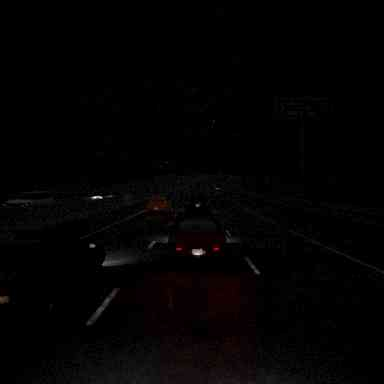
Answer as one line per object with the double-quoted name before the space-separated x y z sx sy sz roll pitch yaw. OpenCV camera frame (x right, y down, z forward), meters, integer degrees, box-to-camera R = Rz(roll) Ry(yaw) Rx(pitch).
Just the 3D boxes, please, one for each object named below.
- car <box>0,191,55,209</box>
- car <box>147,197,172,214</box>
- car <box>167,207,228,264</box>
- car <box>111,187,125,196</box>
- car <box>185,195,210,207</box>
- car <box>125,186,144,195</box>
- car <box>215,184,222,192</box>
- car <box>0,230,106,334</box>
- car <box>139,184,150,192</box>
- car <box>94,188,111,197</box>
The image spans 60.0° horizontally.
"car" -13.729 0.962 28.372 2.150 2.045 5.566 0 1 1
"car" -2.963 1.179 30.786 1.882 1.535 5.008 0 1 1
"car" 0.176 1.476 11.506 1.812 1.442 4.674 0 0 1
"car" -15.267 0.138 72.059 2.033 1.411 5.357 0 2 3
"car" 0.496 1.085 29.071 2.097 1.767 4.553 0 1 1
"car" -11.902 0.178 69.689 1.837 1.490 4.892 0 2 3
"car" 7.106 -0.770 90.961 2.128 1.511 4.902 0 3 4
"car" -3.367 1.524 7.064 2.033 1.411 5.357 0 0 0
"car" -11.380 -0.806 77.998 2.150 2.045 5.566 0 3 4
"car" -18.938 0.254 69.302 1.994 1.385 4.181 0 2 3
